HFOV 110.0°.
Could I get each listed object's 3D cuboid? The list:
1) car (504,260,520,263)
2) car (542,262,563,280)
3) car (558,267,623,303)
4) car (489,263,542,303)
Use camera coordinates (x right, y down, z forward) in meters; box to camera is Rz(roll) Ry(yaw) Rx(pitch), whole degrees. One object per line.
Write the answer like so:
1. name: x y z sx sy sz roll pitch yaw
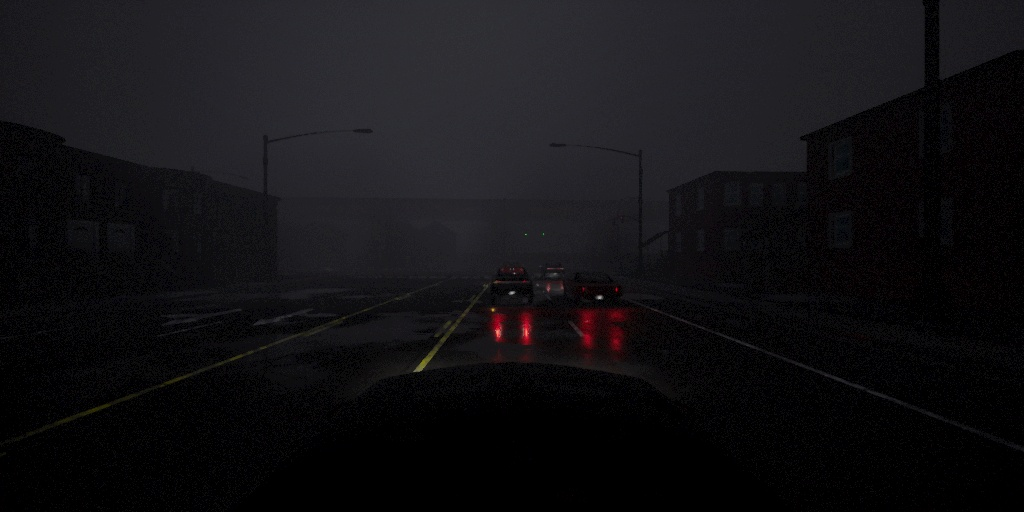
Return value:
1. car: 0.000 1.115 31.470 2.097 1.767 4.553 0 0 0
2. car: 3.500 1.244 31.500 2.128 1.511 4.902 0 0 0
3. car: 3.500 1.365 16.530 1.895 1.301 4.718 0 0 0
4. car: -0.003 1.242 16.500 2.128 1.511 4.902 0 0 0
